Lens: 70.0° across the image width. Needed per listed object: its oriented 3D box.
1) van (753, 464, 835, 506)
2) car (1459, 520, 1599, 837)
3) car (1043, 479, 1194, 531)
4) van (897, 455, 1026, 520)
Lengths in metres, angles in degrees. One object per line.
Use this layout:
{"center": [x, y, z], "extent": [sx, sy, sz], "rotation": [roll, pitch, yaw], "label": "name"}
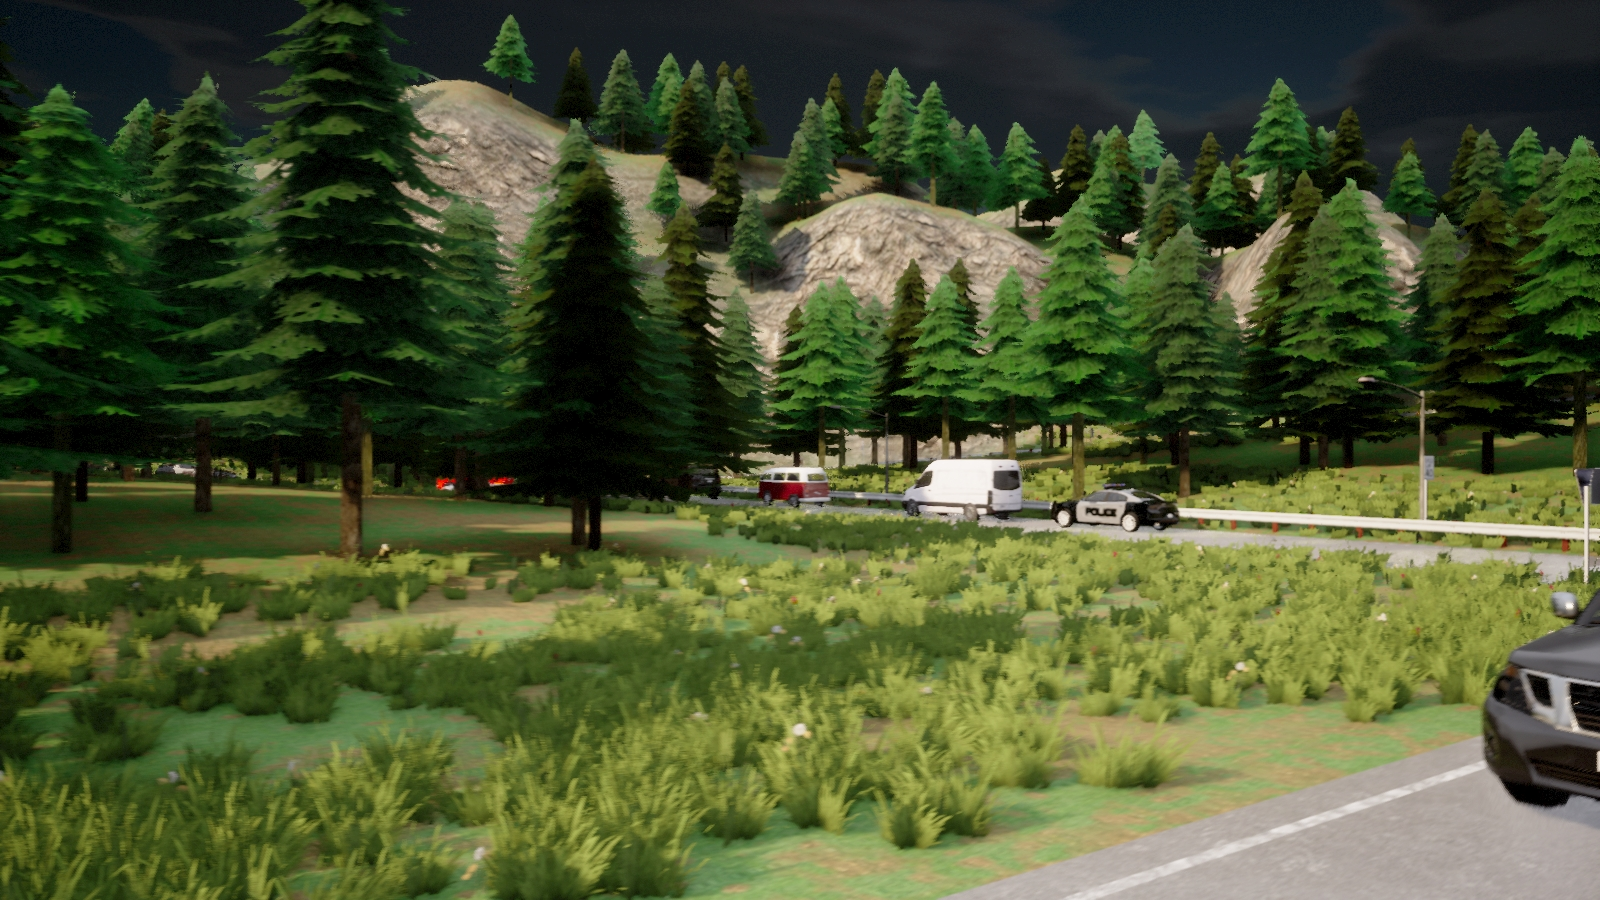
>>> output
{"center": [-0.343, 1.783, 59.421], "extent": [2.069, 2.038, 4.480], "rotation": [0, 0, -35], "label": "van"}
{"center": [7.853, 1.640, 9.333], "extent": [5.566, 2.045, 2.150], "rotation": [0, 0, -35], "label": "car"}
{"center": [11.730, 1.983, 42.412], "extent": [2.097, 1.638, 5.238], "rotation": [0, 0, -35], "label": "car"}
{"center": [6.834, 1.536, 49.191], "extent": [1.988, 2.561, 5.915], "rotation": [0, 0, -35], "label": "van"}
